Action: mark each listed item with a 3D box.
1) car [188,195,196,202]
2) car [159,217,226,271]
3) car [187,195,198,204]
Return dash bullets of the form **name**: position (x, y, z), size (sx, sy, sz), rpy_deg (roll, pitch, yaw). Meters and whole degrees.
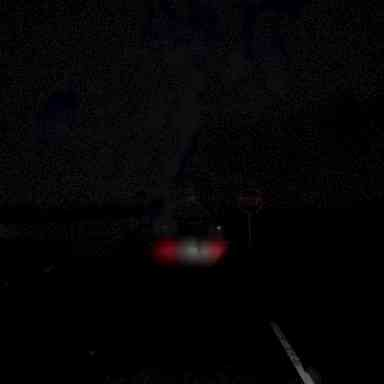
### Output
- **car**: position (-0.014, 1.492, 78.384), size (1.882, 1.535, 5.008), rpy_deg (0, 0, 0)
- **car**: position (0.033, 1.524, 10.791), size (2.033, 1.411, 5.357), rpy_deg (0, 0, 0)
- **car**: position (-0.012, 1.711, 68.393), size (1.895, 1.301, 4.718), rpy_deg (0, 0, 0)
